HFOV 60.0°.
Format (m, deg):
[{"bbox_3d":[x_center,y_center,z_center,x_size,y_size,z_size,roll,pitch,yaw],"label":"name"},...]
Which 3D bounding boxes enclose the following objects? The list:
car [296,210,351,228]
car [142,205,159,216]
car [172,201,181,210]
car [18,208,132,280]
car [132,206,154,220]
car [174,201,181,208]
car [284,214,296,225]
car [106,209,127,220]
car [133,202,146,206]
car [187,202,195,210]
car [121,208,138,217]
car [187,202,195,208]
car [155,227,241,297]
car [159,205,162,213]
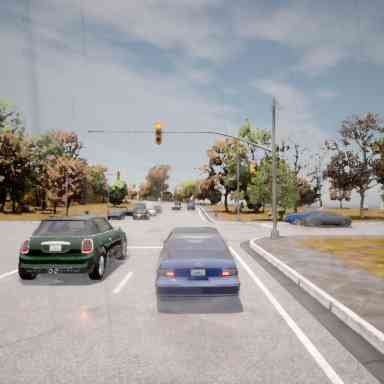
[{"bbox_3d":[11.871,2.450,29.621,4.181,1.385,1.994,0,-3,-2],"label":"car"},{"bbox_3d":[-7.237,3.433,57.689,1.812,1.442,4.674,0,-1,0],"label":"car"},{"bbox_3d":[-3.712,3.539,77.834,1.895,1.301,4.718,0,0,0],"label":"car"},{"bbox_3d":[-3.444,1.486,10.515,2.097,1.767,4.553,0,-1,0],"label":"car"},{"bbox_3d":[-7.220,3.158,47.798,2.128,1.511,4.902,0,-2,1],"label":"car"},{"bbox_3d":[-3.833,3.248,87.867,1.837,1.490,4.892,0,0,-4],"label":"car"},{"bbox_3d":[11.769,2.524,33.112,5.008,1.535,1.882,0,-3,-1],"label":"car"},{"bbox_3d":[-10.762,3.208,47.601,2.033,1.411,5.357,0,-2,-3],"label":"car"},{"bbox_3d":[-10.687,3.204,68.235,2.150,2.045,5.566,0,0,0],"label":"car"},{"bbox_3d":[-0.212,3.467,77.779,1.812,1.442,4.674,0,0,0],"label":"car"},{"bbox_3d":[-10.740,3.504,57.478,1.895,1.301,4.718,0,-1,0],"label":"car"},{"bbox_3d":[-0.334,3.305,87.961,1.994,1.385,4.181,0,0,-4],"label":"car"},{"bbox_3d":[0.068,1.646,8.901,2.033,1.411,5.357,0,-1,-1],"label":"car"},{"bbox_3d":[-7.198,3.488,67.979,1.837,1.490,4.892,0,0,0],"label":"car"}]
